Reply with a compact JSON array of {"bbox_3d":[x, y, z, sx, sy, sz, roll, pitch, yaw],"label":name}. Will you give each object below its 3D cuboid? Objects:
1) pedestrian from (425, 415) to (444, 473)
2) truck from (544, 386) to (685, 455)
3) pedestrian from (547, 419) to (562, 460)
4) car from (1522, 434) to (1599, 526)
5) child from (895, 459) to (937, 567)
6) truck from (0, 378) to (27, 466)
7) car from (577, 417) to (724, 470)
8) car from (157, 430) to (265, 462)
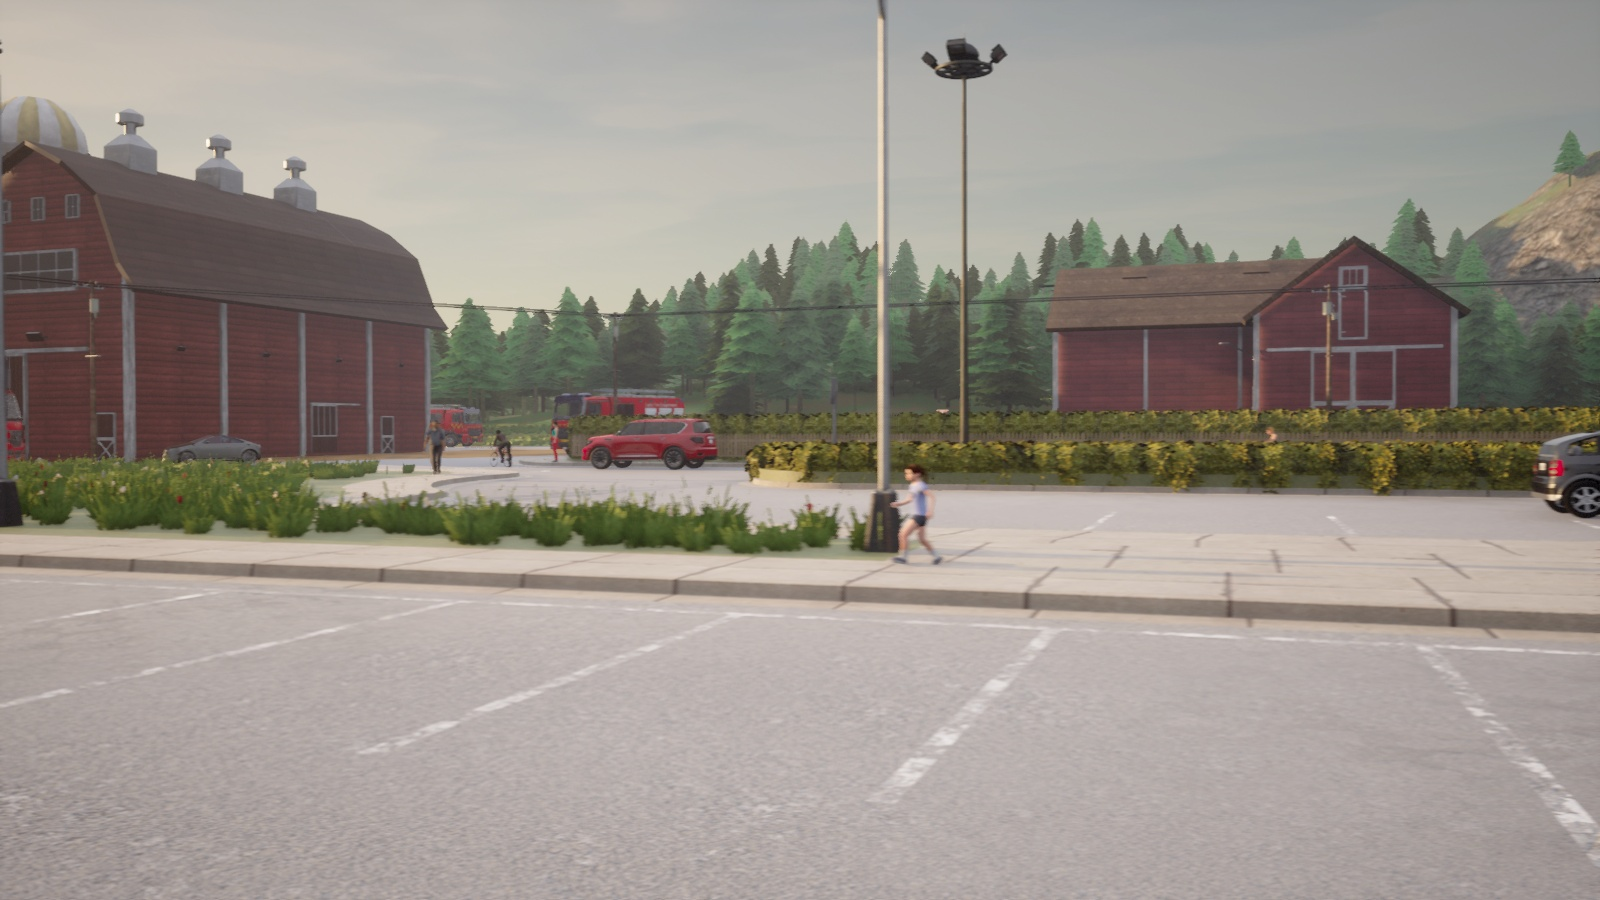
[{"bbox_3d":[-11.767,-0.210,40.443,0.540,1.848,0.694,0,1,-10],"label":"pedestrian"},{"bbox_3d":[-10.763,-1.709,73.758,2.891,3.827,8.468,1,1,38],"label":"truck"},{"bbox_3d":[-11.024,-0.467,56.386,0.594,1.836,0.345,0,1,-1],"label":"pedestrian"},{"bbox_3d":[14.852,0.511,21.819,3.705,1.549,1.789,0,1,19],"label":"car"},{"bbox_3d":[1.207,0.656,13.115,0.394,1.110,0.255,0,1,-3],"label":"child"},{"bbox_3d":[-35.469,-1.108,49.603,7.936,3.462,2.891,0,1,-20],"label":"truck"},{"bbox_3d":[-6.093,-0.297,51.170,5.566,2.045,2.150,1,1,19],"label":"car"},{"bbox_3d":[-27.174,-0.208,58.018,4.181,1.385,1.994,-1,1,-37],"label":"car"}]
